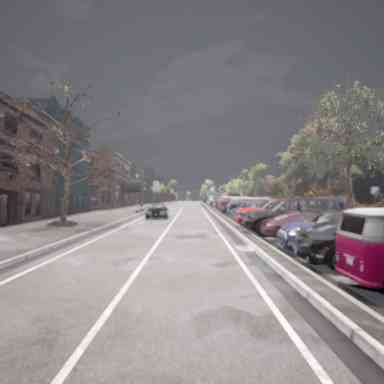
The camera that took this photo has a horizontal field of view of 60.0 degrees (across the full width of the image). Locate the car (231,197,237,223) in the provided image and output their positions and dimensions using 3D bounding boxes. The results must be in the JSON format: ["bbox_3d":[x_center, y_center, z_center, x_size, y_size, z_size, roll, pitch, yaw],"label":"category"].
[{"bbox_3d":[5.645,1.419,21.712,5.566,2.045,2.435,0,0,0],"label":"car"}]

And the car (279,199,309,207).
[{"bbox_3d":[18.740,2.009,61.117,4.792,1.488,2.163,0,-1,0],"label":"car"}]

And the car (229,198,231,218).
[{"bbox_3d":[5.636,1.586,27.317,4.553,1.767,2.185,0,0,0],"label":"car"}]

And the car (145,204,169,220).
[{"bbox_3d":[-3.240,1.835,31.548,1.994,1.385,4.181,0,0,0],"label":"car"}]

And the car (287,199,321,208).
[{"bbox_3d":[18.712,1.927,55.548,5.008,1.535,2.097,0,-1,0],"label":"car"}]

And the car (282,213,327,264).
[{"bbox_3d":[5.679,1.588,10.497,4.892,1.521,2.231,0,0,0],"label":"car"}]

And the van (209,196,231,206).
[{"bbox_3d":[5.740,1.841,69.364,4.442,1.987,1.878,0,-1,0],"label":"van"}]

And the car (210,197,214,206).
[{"bbox_3d":[5.829,1.875,49.742,5.366,1.575,1.946,0,0,0],"label":"car"}]

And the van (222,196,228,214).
[{"bbox_3d":[5.545,1.527,32.924,4.442,1.987,1.878,0,0,0],"label":"van"}]

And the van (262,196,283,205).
[{"bbox_3d":[18.815,1.931,77.832,4.442,1.987,1.878,0,-1,0],"label":"van"}]

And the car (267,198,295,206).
[{"bbox_3d":[18.518,2.066,69.473,5.366,1.575,1.946,0,-1,0],"label":"car"}]

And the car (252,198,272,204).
[{"bbox_3d":[18.708,2.302,88.965,5.008,1.535,2.097,0,-1,0],"label":"car"}]

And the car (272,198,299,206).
[{"bbox_3d":[18.700,2.039,66.687,5.008,1.535,2.097,0,-1,0],"label":"car"}]

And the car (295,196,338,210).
[{"bbox_3d":[18.694,1.628,49.981,5.566,2.045,2.435,0,0,0],"label":"car"}]

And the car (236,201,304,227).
[{"bbox_3d":[5.639,1.565,24.514,4.553,1.767,2.185,0,0,0],"label":"car"}]

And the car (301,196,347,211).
[{"bbox_3d":[18.698,1.609,47.320,5.566,2.045,2.435,0,0,0],"label":"car"}]

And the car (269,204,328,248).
[{"bbox_3d":[5.714,1.482,13.301,4.553,1.767,2.185,0,0,0],"label":"car"}]

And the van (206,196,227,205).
[{"bbox_3d":[5.504,1.901,74.970,4.442,1.987,1.878,0,-1,0],"label":"van"}]

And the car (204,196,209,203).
[{"bbox_3d":[5.657,1.756,63.757,5.566,2.045,2.435,0,-1,0],"label":"car"}]

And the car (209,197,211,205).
[{"bbox_3d":[5.636,1.900,52.542,5.008,1.535,2.097,0,0,0],"label":"car"}]

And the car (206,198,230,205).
[{"bbox_3d":[5.616,2.098,72.164,4.892,1.521,2.231,0,-1,0],"label":"car"}]

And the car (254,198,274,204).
[{"bbox_3d":[18.703,2.302,86.177,4.674,1.452,2.002,0,-1,0],"label":"car"}]

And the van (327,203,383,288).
[{"bbox_3d":[5.805,1.340,7.696,4.442,1.987,1.878,0,0,0],"label":"van"}]

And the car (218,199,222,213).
[{"bbox_3d":[5.653,1.774,35.726,5.008,1.535,2.097,0,0,0],"label":"car"}]

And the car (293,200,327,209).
[{"bbox_3d":[18.718,1.943,52.887,4.674,1.452,2.002,0,-1,0],"label":"car"}]

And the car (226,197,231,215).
[{"bbox_3d":[5.696,1.607,30.121,4.553,1.767,2.185,0,0,0],"label":"car"}]

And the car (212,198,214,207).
[{"bbox_3d":[5.676,1.886,46.939,4.792,1.488,2.163,0,0,0],"label":"car"}]

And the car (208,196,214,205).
[{"bbox_3d":[5.606,1.980,58.149,4.792,1.488,2.163,0,-1,0],"label":"car"}]

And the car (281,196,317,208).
[{"bbox_3d":[18.686,1.701,58.337,5.566,2.045,2.435,0,-1,0],"label":"car"}]

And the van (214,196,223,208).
[{"bbox_3d":[5.533,1.610,44.137,4.442,1.987,1.878,0,0,0],"label":"van"}]

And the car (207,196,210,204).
[{"bbox_3d":[5.628,1.979,60.947,4.892,1.521,2.231,0,-1,0],"label":"car"}]

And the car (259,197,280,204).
[{"bbox_3d":[18.668,2.064,80.612,4.553,1.767,2.185,0,-1,0],"label":"car"}]

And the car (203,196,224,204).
[{"bbox_3d":[5.652,2.052,88.985,5.566,2.045,2.435,0,-1,0],"label":"car"}]

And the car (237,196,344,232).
[{"bbox_3d":[5.648,1.398,18.909,5.566,2.045,2.435,0,0,0],"label":"car"}]

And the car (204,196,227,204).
[{"bbox_3d":[5.647,1.939,80.575,5.566,2.045,2.435,0,-1,0],"label":"car"}]

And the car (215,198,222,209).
[{"bbox_3d":[5.624,1.845,41.332,4.792,1.488,2.163,0,0,0],"label":"car"}]

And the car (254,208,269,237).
[{"bbox_3d":[5.677,1.668,16.103,4.674,1.452,2.002,0,0,0],"label":"car"}]
